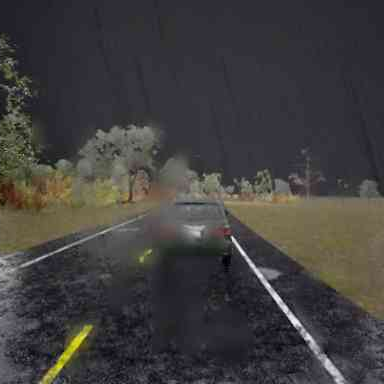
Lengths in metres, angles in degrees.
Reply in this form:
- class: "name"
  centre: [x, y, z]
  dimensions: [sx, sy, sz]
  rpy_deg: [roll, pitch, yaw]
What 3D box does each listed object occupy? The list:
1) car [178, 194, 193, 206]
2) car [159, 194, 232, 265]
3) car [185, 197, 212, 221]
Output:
- class: "car"
  centre: [-1.086, 1.324, 60.005]
  dimensions: [2.150, 2.045, 5.566]
  rpy_deg: [0, 0, 5]
- class: "car"
  centre: [0.164, 1.226, 11.789]
  dimensions: [2.150, 2.045, 5.566]
  rpy_deg: [0, 0, 2]
- class: "car"
  centre: [0.624, 1.364, 27.717]
  dimensions: [2.097, 1.767, 4.553]
  rpy_deg: [0, 0, 3]
